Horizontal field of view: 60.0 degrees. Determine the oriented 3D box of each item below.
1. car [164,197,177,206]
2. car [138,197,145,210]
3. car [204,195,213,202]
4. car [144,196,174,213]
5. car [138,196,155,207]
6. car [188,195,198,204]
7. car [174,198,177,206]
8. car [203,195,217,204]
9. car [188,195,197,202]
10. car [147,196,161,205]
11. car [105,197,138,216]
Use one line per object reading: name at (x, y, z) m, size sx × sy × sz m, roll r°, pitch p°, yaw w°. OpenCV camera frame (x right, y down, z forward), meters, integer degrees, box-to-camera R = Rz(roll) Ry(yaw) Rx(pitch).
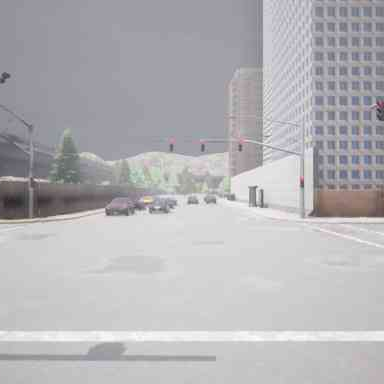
car at (-3.488, 1.601, 55.340) m, size 1.895 × 1.301 × 4.718 m, roll 0°, pitch 0°, yaw 0°
car at (-7.026, 1.601, 41.840) m, size 1.895 × 1.301 × 4.718 m, roll 0°, pitch 0°, yaw 0°
car at (3.621, 1.500, 74.494) m, size 1.837 × 1.490 × 4.892 m, roll 0°, pitch 0°, yaw 0°
car at (-3.530, 1.491, 36.438) m, size 2.128 × 1.511 × 4.902 m, roll 0°, pitch 0°, yaw 0°
car at (-7.005, 1.477, 51.356) m, size 1.882 × 1.535 × 5.008 m, roll 0°, pitch 0°, yaw 0°
car at (0.196, 1.564, 62.310) m, size 1.994 × 1.385 × 4.181 m, roll 0°, pitch 0°, yaw 0°
car at (-3.525, 1.564, 45.358) m, size 1.994 × 1.385 × 4.181 m, roll 0°, pitch 0°, yaw -1°
car at (3.703, 1.505, 64.098) m, size 1.837 × 1.490 × 4.892 m, roll 0°, pitch 0°, yaw 0°
car at (0.123, 1.478, 74.623) m, size 1.882 × 1.535 × 5.008 m, roll 0°, pitch 0°, yaw 0°
car at (-6.965, 1.477, 61.429) m, size 1.882 × 1.535 × 5.008 m, roll 0°, pitch 0°, yaw 1°
car at (-7.041, 1.352, 32.855) m, size 2.097 × 1.767 × 4.553 m, roll 0°, pitch 0°, yaw 0°
